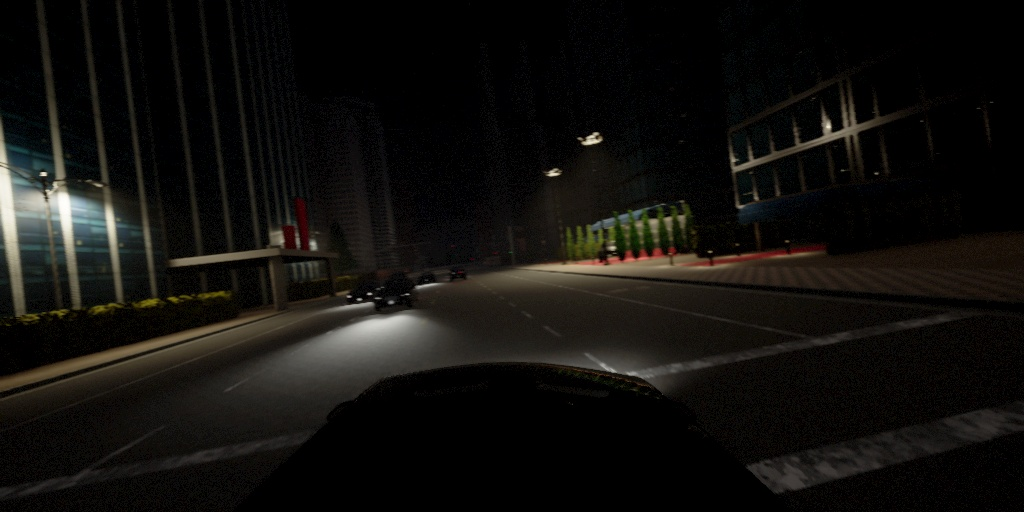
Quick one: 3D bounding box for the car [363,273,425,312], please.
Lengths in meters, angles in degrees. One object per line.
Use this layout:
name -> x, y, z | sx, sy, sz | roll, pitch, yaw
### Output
car -> -6.298, 2.039, 19.814 | 2.128, 1.511, 4.902 | -7, 0, -10

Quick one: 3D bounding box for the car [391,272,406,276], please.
car -> -13.765, 2.719, 43.586 | 1.837, 1.490, 4.892 | -7, 0, -10

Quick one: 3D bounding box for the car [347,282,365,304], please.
car -> -11.132, 2.707, 27.643 | 2.033, 1.411, 5.357 | -7, 0, -10

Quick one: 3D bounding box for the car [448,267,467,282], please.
car -> -6.191, 2.046, 40.980 | 2.128, 1.511, 4.902 | -7, 0, -9

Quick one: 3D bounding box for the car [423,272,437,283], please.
car -> -10.053, 2.603, 42.610 | 1.994, 1.385, 4.181 | -7, 0, -9
